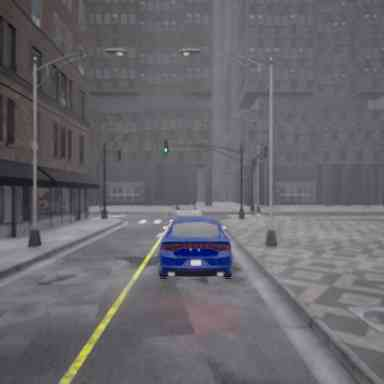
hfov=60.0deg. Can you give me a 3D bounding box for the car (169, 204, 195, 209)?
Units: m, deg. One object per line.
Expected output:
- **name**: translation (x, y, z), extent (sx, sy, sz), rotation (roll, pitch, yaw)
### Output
- **car**: translation (-0.717, 1.628, 26.635), extent (1.895, 1.301, 4.718), rotation (0, 0, -13)

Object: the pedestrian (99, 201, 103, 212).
- **pedestrian**: translation (-9.920, 1.570, 36.339), extent (0.500, 1.100, 0.500), rotation (0, 0, 0)

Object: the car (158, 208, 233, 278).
- **car**: translation (0.092, 1.488, 10.205), extent (1.882, 1.535, 5.008), rotation (0, 0, 0)
